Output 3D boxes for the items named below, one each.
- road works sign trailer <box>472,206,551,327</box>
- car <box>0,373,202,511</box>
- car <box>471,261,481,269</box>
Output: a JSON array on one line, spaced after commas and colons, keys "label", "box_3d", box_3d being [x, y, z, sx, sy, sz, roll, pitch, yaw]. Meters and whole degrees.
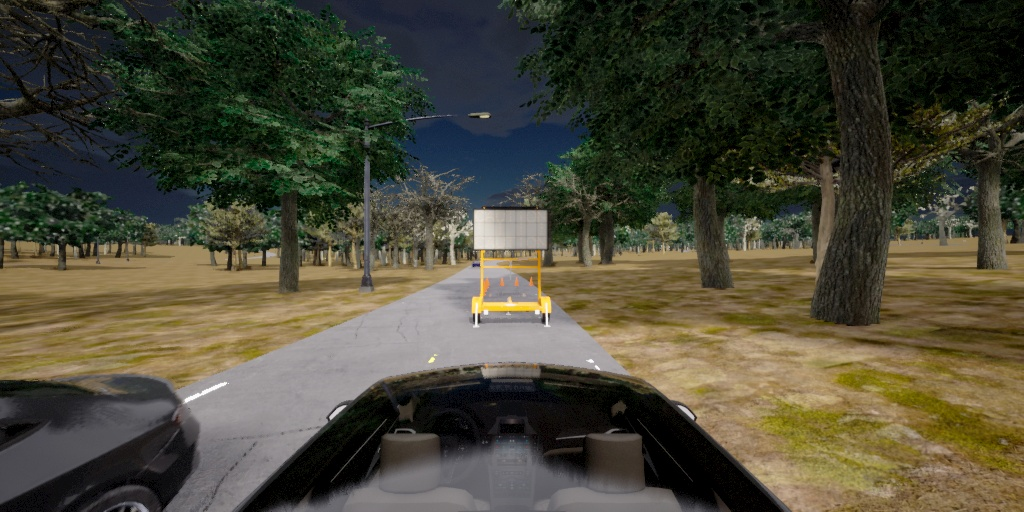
[{"label": "road works sign trailer", "box_3d": [-0.046, 0.225, 11.523, 2.380, 3.560, 2.880, 0, 0, -2]}, {"label": "car", "box_3d": [-3.131, 1.275, 0.672, 1.812, 1.442, 4.674, 0, 0, 0]}, {"label": "car", "box_3d": [-6.355, 1.566, 64.373, 1.895, 1.301, 4.718, 0, 0, -5]}]
